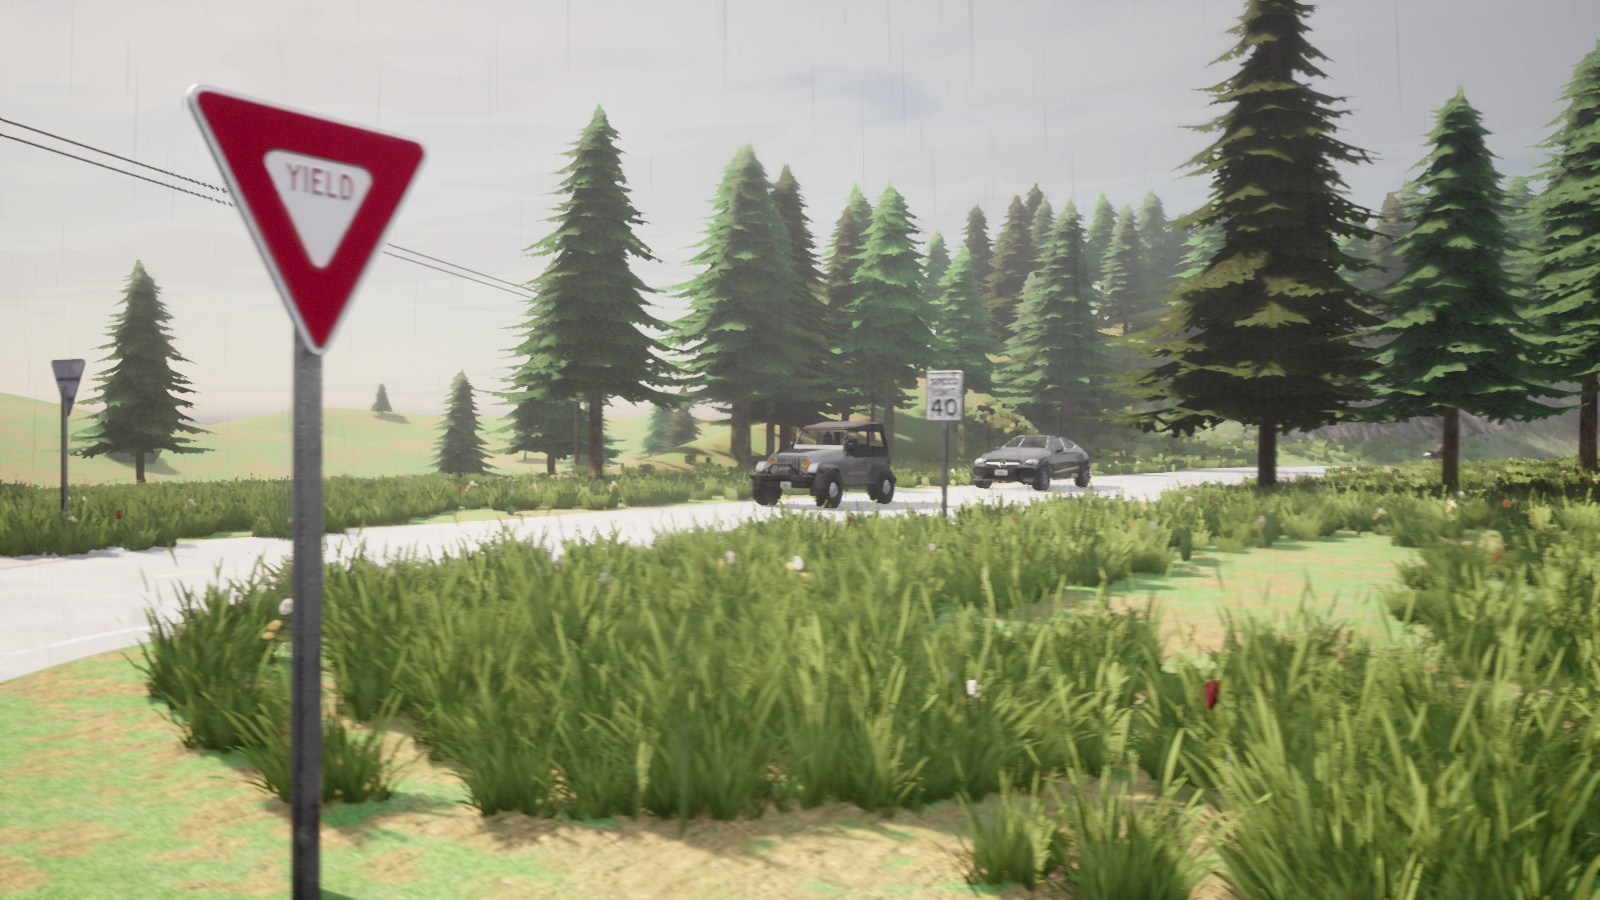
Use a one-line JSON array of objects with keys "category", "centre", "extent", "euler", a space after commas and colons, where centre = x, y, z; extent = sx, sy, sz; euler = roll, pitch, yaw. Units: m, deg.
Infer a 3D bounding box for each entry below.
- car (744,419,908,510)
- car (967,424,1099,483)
[{"category": "car", "centre": [0.653, 0.274, 28.086], "extent": [1.905, 1.878, 3.866], "euler": [0, 1, 33]}, {"category": "car", "centre": [7.146, 0.062, 38.062], "extent": [2.152, 1.651, 5.027], "euler": [0, 1, 33]}]
